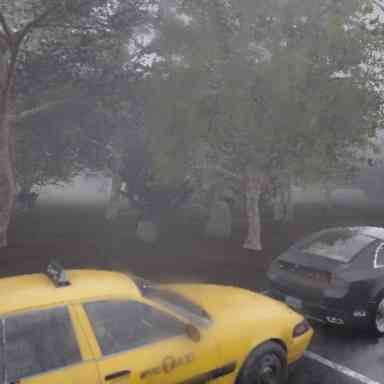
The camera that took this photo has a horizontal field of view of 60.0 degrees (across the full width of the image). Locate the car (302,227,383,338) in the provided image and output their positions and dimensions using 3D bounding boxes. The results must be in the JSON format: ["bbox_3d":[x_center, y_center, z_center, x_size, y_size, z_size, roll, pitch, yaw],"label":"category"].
[{"bbox_3d":[3.644,1.447,6.633,4.892,1.521,2.231,-1,2,-33],"label":"car"}]

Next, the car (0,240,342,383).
[{"bbox_3d":[-1.027,1.465,3.298,5.366,1.575,1.946,0,1,-33],"label":"car"}]
